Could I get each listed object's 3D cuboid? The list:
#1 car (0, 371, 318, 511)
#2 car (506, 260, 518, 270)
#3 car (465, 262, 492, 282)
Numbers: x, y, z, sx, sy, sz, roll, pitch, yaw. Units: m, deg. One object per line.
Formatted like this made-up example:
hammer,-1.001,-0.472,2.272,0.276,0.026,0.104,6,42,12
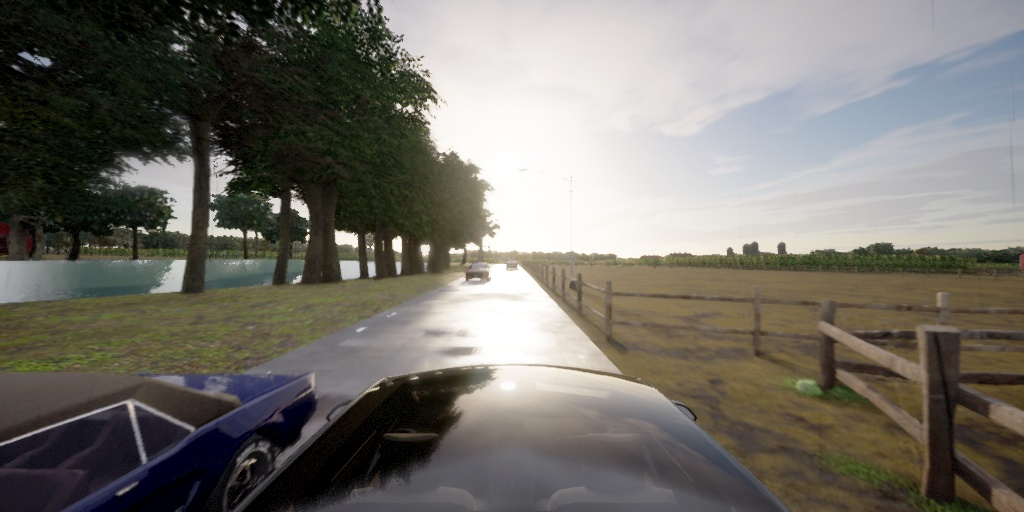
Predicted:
car,-2.840,1.351,1.294,1.895,1.301,4.718,0,0,0
car,-0.016,1.434,58.975,1.882,1.535,5.008,0,0,0
car,-2.772,1.292,30.388,1.882,1.535,5.008,0,-1,0
